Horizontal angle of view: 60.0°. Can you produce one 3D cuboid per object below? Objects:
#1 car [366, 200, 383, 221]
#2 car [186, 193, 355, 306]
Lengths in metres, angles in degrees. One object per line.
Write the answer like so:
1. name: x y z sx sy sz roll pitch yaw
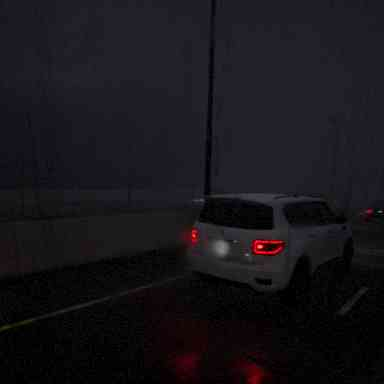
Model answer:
1. car: 13.550 1.318 23.641 2.033 1.411 5.357 3 2 33
2. car: 2.205 1.056 8.027 2.150 2.045 5.566 3 2 39
